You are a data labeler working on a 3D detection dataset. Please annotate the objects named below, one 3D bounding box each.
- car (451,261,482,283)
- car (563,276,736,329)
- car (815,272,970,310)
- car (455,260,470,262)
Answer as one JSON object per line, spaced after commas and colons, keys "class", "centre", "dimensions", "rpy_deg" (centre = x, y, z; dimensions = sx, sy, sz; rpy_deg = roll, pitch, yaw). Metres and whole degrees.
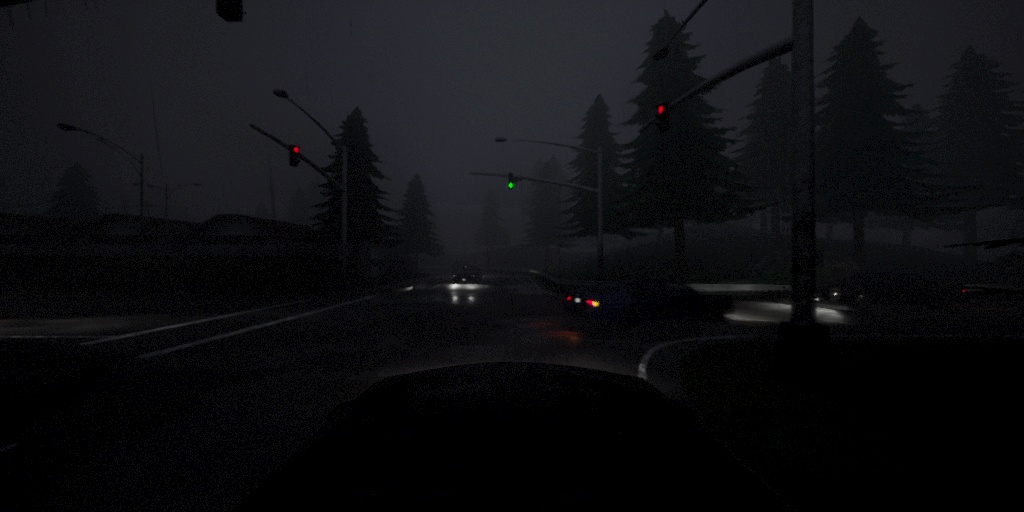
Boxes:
{"class": "car", "centre": [-3.550, 1.416, 29.671], "dimensions": [2.033, 1.411, 5.357], "rpy_deg": [0, 0, 2]}
{"class": "car", "centre": [4.305, 1.344, 11.222], "dimensions": [5.357, 1.411, 2.033], "rpy_deg": [0, -1, -19]}
{"class": "car", "centre": [15.041, 1.367, 14.578], "dimensions": [5.357, 1.411, 2.033], "rpy_deg": [0, 0, 0]}
{"class": "car", "centre": [-5.472, 1.274, 42.273], "dimensions": [2.097, 1.767, 4.553], "rpy_deg": [0, 0, -34]}
